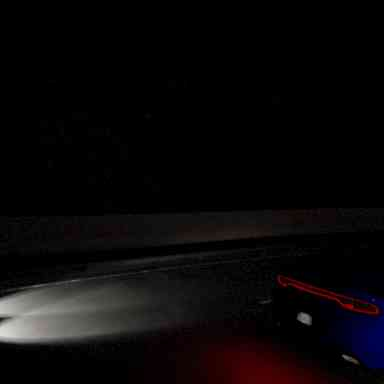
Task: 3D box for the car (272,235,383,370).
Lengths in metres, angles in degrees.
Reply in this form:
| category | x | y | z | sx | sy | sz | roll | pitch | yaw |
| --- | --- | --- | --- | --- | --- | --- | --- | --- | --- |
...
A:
| category | x | y | z | sx | sy | sz | roll | pitch | yaw |
| --- | --- | --- | --- | --- | --- | --- | --- | --- | --- |
| car | 3.617 | 1.459 | 5.408 | 5.008 | 1.535 | 1.882 | 0 | 0 | -28 |
